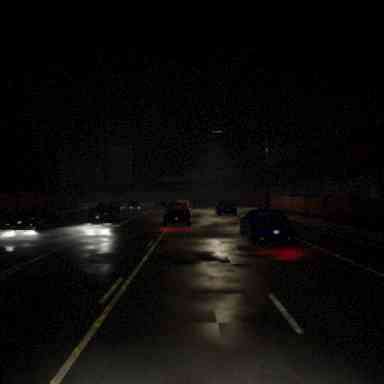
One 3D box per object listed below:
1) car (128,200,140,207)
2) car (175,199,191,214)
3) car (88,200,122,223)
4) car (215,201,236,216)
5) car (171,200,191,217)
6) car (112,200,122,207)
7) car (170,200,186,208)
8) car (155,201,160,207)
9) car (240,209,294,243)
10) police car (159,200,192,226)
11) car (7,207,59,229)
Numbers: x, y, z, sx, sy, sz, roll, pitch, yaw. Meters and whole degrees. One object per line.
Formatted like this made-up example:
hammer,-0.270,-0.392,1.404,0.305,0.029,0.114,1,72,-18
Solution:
car,-11.772,2.316,67.490,1.837,1.490,4.892,1,-3,-18
car,-1.118,1.710,40.645,1.882,1.535,5.008,0,0,-2
car,-7.115,1.648,27.432,2.128,1.511,4.902,0,0,0
car,3.573,1.680,35.690,1.882,1.535,5.008,0,0,0
car,-1.052,1.675,34.619,1.882,1.535,5.008,0,0,0
car,-14.587,2.222,64.525,1.812,1.442,4.674,1,-2,-15
car,-2.566,2.106,60.477,1.994,1.385,4.181,0,-2,-15
car,-6.850,2.623,74.740,1.895,1.301,4.718,1,-3,-21
car,3.600,1.573,16.674,1.882,1.535,5.008,0,0,0
police car,-1.051,1.566,24.727,1.930,1.638,5.238,0,0,0
car,-10.604,1.692,22.448,1.994,1.385,4.181,0,0,0
